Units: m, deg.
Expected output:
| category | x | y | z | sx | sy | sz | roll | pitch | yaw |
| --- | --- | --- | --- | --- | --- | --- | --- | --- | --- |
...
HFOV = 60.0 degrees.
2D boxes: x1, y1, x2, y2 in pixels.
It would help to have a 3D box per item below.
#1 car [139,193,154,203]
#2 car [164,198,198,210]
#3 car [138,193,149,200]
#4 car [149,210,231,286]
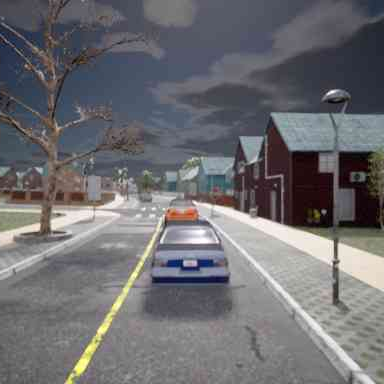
| category | x | y | z | sx | sy | sz | roll | pitch | yaw |
| --- | --- | --- | --- | --- | --- | --- | --- | --- | --- |
| car | -7.756 | 1.060 | 57.170 | 1.837 | 1.490 | 4.892 | 0 | 0 | -9 |
| car | -0.726 | 1.185 | 21.856 | 2.097 | 1.767 | 4.553 | 0 | 0 | -4 |
| car | -10.530 | 0.957 | 72.199 | 2.128 | 1.511 | 4.902 | 0 | 0 | -12 |
| car | -0.101 | 1.476 | 9.269 | 2.033 | 1.411 | 5.357 | 0 | 0 | -2 |
